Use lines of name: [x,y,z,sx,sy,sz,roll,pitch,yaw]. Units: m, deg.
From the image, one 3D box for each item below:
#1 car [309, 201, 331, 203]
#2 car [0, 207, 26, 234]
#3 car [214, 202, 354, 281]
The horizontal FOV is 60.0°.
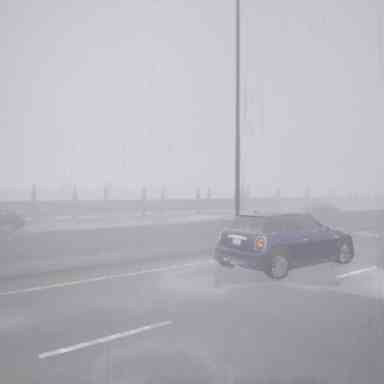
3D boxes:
car: [10.785,1.499,28.867,4.902,1.511,2.128,0,0,-35]
car: [-11.400,1.504,17.356,4.892,1.490,1.837,0,0,-35]
car: [2.932,1.349,10.139,4.553,1.767,2.097,0,0,-36]
